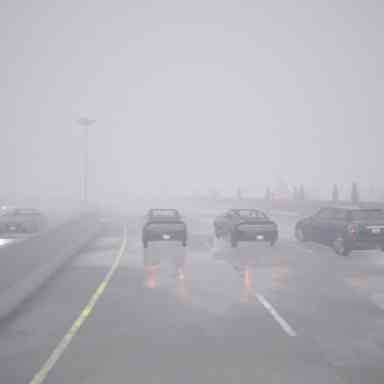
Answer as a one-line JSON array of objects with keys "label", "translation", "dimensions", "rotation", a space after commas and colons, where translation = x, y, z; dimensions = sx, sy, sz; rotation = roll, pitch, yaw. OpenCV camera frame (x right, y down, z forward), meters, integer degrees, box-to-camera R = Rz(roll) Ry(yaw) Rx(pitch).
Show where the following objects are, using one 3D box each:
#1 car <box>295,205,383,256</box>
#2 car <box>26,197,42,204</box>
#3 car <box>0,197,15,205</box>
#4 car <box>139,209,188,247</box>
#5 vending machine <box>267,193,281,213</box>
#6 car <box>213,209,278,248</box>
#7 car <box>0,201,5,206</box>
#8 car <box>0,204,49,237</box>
[{"label": "car", "translation": [5.943, 1.336, 13.359], "dimensions": [2.097, 1.767, 4.553], "rotation": [0, 0, -7]}, {"label": "car", "translation": [-26.870, 1.617, 56.526], "dimensions": [1.837, 1.490, 4.892], "rotation": [0, 0, -37]}, {"label": "car", "translation": [-31.689, 1.628, 56.986], "dimensions": [2.128, 1.511, 4.902], "rotation": [0, 0, -39]}, {"label": "car", "translation": [-1.354, 1.502, 15.153], "dimensions": [2.128, 1.511, 4.902], "rotation": [0, 0, -9]}, {"label": "vending machine", "translation": [8.843, 1.177, 35.900], "dimensions": [1.100, 2.100, 0.880], "rotation": [0, 0, -19]}, {"label": "car", "translation": [2.216, 1.489, 14.894], "dimensions": [2.128, 1.511, 4.902], "rotation": [0, 0, -8]}, {"label": "car", "translation": [-13.248, 1.559, 20.143], "dimensions": [1.837, 1.490, 4.892], "rotation": [0, 0, -14]}, {"label": "car", "translation": [-9.282, 1.604, 18.372], "dimensions": [1.994, 1.385, 4.181], "rotation": [0, 0, -12]}]
